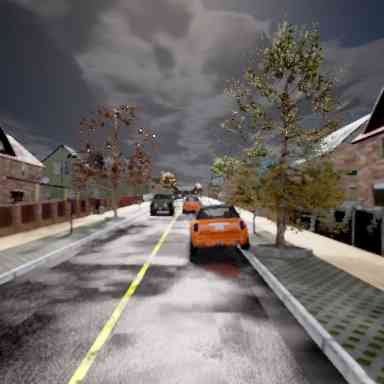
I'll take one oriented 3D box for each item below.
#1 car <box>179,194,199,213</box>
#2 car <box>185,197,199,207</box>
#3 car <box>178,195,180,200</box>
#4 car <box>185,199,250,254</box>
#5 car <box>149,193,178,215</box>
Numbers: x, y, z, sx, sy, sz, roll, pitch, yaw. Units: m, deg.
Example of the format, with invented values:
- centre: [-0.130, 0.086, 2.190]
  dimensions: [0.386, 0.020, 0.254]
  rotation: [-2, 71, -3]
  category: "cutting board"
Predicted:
- centre: [0.045, 1.255, 36.133]
  dimensions: [2.097, 1.767, 4.553]
  rotation: [0, 0, 1]
  category: "car"
- centre: [0.002, 1.430, 48.797]
  dimensions: [2.033, 1.411, 5.357]
  rotation: [0, 0, 0]
  category: "car"
- centre: [-2.750, 1.240, 73.863]
  dimensions: [1.994, 1.385, 4.181]
  rotation: [0, 0, 0]
  category: "car"
- centre: [0.922, 1.259, 13.383]
  dimensions: [2.097, 1.767, 4.553]
  rotation: [-3, -1, 0]
  category: "car"
- centre: [-2.847, 1.131, 32.818]
  dimensions: [2.150, 2.045, 5.566]
  rotation: [0, 0, 0]
  category: "car"
